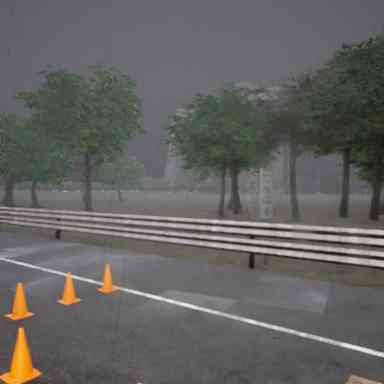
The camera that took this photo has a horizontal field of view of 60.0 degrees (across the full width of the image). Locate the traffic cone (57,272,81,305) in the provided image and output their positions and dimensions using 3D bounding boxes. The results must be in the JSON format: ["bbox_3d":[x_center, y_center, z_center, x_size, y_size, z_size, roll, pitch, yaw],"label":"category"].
[{"bbox_3d":[-2.531,1.953,6.845,0.340,0.580,0.340,0,0,36],"label":"traffic cone"}]

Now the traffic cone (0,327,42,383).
[{"bbox_3d":[-2.080,1.952,4.053,0.340,0.580,0.340,0,0,36],"label":"traffic cone"}]

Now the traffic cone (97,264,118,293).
[{"bbox_3d":[-1.947,1.956,7.656,0.340,0.580,0.340,0,0,36],"label":"traffic cone"}]

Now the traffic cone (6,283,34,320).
[{"bbox_3d":[-3.117,1.949,6.035,0.340,0.580,0.340,0,0,36],"label":"traffic cone"}]
